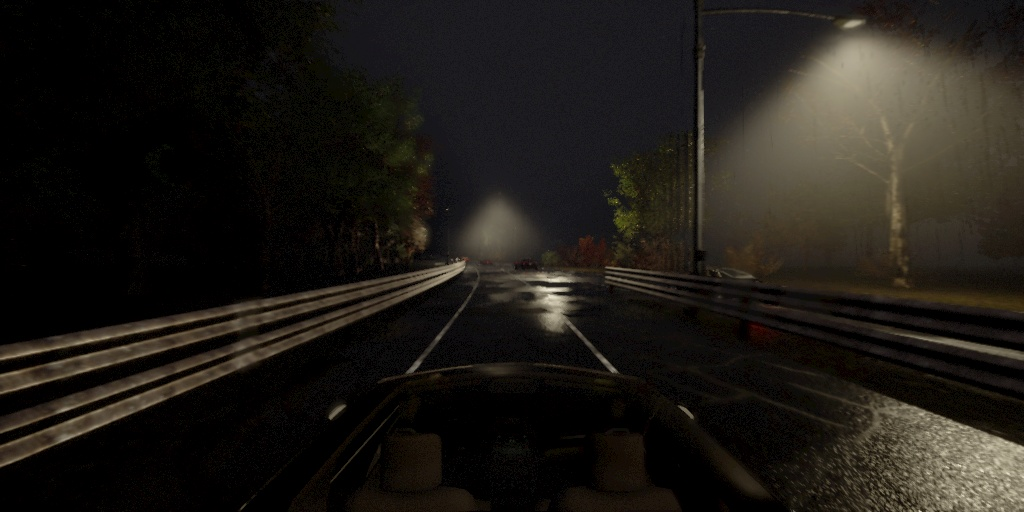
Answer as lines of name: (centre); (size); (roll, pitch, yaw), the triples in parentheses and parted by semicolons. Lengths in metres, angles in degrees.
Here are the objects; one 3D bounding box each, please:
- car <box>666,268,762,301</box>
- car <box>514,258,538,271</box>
car: (9.841, 1.333, 17.833); (1.837, 1.490, 4.892); (0, 0, -16)
car: (1.710, 1.018, 46.615); (2.097, 1.767, 4.553); (0, 0, -16)
